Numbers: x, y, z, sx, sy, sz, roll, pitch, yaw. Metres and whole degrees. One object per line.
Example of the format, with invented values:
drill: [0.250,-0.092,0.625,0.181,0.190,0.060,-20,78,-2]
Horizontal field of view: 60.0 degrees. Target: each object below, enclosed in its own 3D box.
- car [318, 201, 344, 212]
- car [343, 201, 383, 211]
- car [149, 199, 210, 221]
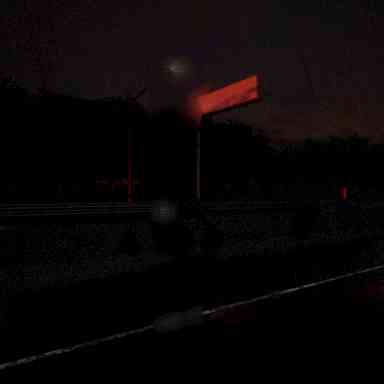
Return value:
car: [13.706,1.617,30.926,4.902,1.511,2.128,0,0,-35]
car: [14.855,1.645,27.450,4.674,1.442,1.812,0,0,-35]
car: [-0.896,1.386,24.833,4.553,1.767,2.097,0,0,-35]
